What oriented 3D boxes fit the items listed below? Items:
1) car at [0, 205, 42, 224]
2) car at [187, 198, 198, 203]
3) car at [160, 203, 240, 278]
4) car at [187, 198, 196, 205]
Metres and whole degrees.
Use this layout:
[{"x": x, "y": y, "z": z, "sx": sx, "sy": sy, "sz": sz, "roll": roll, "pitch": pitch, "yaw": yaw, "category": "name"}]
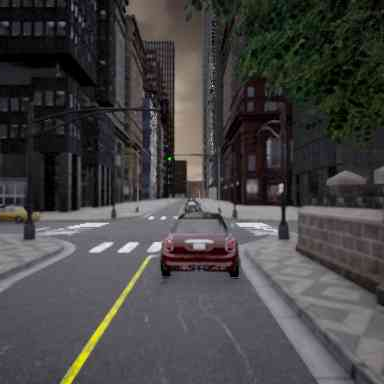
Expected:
[{"x": -14.796, "y": 1.777, "z": 26.917, "sx": 4.829, "sy": 1.417, "sz": 1.752, "roll": 0, "pitch": -1, "yaw": 0, "category": "car"}, {"x": 0.063, "y": 1.753, "z": 37.718, "sx": 1.812, "sy": 1.442, "sz": 4.674, "roll": 0, "pitch": 0, "yaw": 0, "category": "car"}, {"x": 0.322, "y": 1.409, "z": 10.565, "sx": 2.097, "sy": 1.767, "sz": 4.553, "roll": 0, "pitch": 0, "yaw": 4, "category": "car"}, {"x": -0.071, "y": 2.032, "z": 73.508, "sx": 1.812, "sy": 1.442, "sz": 4.674, "roll": 0, "pitch": -1, "yaw": 0, "category": "car"}]
